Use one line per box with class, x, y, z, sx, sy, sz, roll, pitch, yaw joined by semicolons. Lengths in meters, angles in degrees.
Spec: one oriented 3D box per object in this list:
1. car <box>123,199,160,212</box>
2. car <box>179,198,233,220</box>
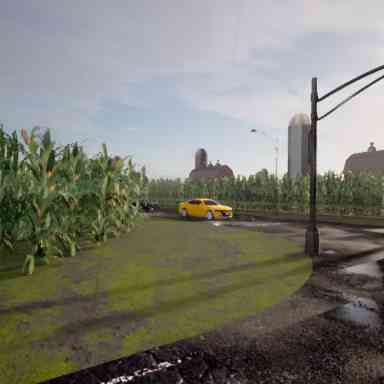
car;-5.173;1.322;33.915;1.895;1.301;4.718;2;0;-38
car;1.008;1.279;25.976;1.882;1.535;5.008;2;0;-38
